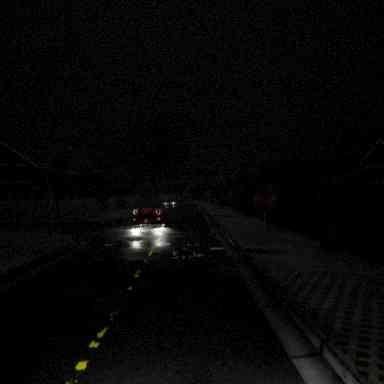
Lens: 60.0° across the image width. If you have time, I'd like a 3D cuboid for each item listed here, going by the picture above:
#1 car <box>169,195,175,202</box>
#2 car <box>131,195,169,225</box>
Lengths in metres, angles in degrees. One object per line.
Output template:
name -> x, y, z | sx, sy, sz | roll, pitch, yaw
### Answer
car -> -4.748, 1.454, 71.286 | 1.812, 1.442, 4.674 | 0, 0, -6
car -> -3.074, 1.293, 24.244 | 2.097, 1.767, 4.553 | 0, 1, -1
